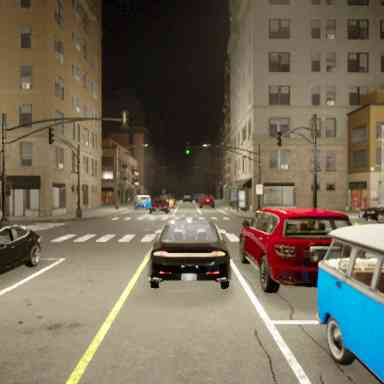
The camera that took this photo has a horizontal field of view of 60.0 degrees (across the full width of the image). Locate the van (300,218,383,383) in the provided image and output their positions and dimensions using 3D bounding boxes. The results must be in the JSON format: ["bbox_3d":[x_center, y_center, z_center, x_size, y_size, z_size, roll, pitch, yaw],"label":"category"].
[{"bbox_3d":[2.609,1.339,3.249,1.690,1.788,3.998,0,0,-1],"label":"van"}]

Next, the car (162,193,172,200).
[{"bbox_3d":[-6.700,1.245,89.251,2.192,1.841,5.009,0,0,-1],"label":"car"}]

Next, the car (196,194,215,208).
[{"bbox_3d":[2.041,1.281,46.128,2.192,1.841,5.009,0,0,-1],"label":"car"}]

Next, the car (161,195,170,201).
[{"bbox_3d":[-6.621,1.500,83.846,1.947,1.339,4.313,0,0,-1],"label":"car"}]

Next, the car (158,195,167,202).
[{"bbox_3d":[-6.461,1.469,72.866,1.752,1.417,4.829,0,0,-1],"label":"car"}]

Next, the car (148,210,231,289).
[{"bbox_3d":[-0.042,1.487,9.097,2.128,1.511,4.902,0,0,0],"label":"car"}]

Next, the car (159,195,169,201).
[{"bbox_3d":[-6.542,1.490,78.440,2.008,1.369,4.403,0,0,-1],"label":"car"}]

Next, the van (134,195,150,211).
[{"bbox_3d":[-5.991,1.312,40.600,1.690,1.788,3.998,0,0,-1],"label":"van"}]

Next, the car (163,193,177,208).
[{"bbox_3d":[-3.496,1.319,44.911,2.097,1.767,4.553,0,0,-1],"label":"car"}]

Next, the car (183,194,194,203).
[{"bbox_3d":[-0.861,1.550,66.410,1.895,1.301,4.718,0,0,-1],"label":"car"}]

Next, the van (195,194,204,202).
[{"bbox_3d":[1.615,1.285,73.156,1.690,1.788,3.998,0,0,-1],"label":"van"}]

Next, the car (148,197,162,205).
[{"bbox_3d":[-6.227,1.502,56.818,1.887,1.381,4.507,0,0,-1],"label":"car"}]

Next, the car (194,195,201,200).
[{"bbox_3d":[1.357,1.455,89.543,1.752,1.417,4.829,0,0,-1],"label":"car"}]

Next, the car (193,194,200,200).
[{"bbox_3d":[1.274,1.365,94.778,1.967,1.590,4.097,0,0,-1],"label":"car"}]

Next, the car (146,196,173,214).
[{"bbox_3d":[-3.349,1.501,35.133,1.812,1.442,4.674,0,0,1],"label":"car"}]

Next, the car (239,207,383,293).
[{"bbox_3d":[2.528,1.309,8.760,2.192,1.841,5.009,0,0,-1],"label":"car"}]

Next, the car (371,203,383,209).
[{"bbox_3d":[14.542,1.404,23.814,4.902,1.511,2.128,0,0,-1],"label":"car"}]

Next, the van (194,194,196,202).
[{"bbox_3d":[1.785,1.294,62.345,1.690,1.788,3.998,0,0,-1],"label":"van"}]

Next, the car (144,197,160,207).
[{"bbox_3d":[-6.148,1.528,51.412,1.947,1.339,4.313,0,0,-1],"label":"car"}]

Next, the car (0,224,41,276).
[{"bbox_3d":[-5.496,1.560,8.641,1.947,1.339,4.313,0,0,-1],"label":"car"}]
